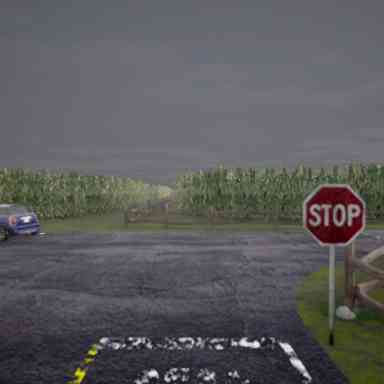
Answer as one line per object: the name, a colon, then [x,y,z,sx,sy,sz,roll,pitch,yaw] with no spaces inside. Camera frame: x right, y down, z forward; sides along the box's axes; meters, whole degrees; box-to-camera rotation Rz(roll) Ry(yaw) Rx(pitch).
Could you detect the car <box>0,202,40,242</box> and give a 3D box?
car: [-9.924,1.383,16.215,4.553,1.767,2.097,0,1,12]
